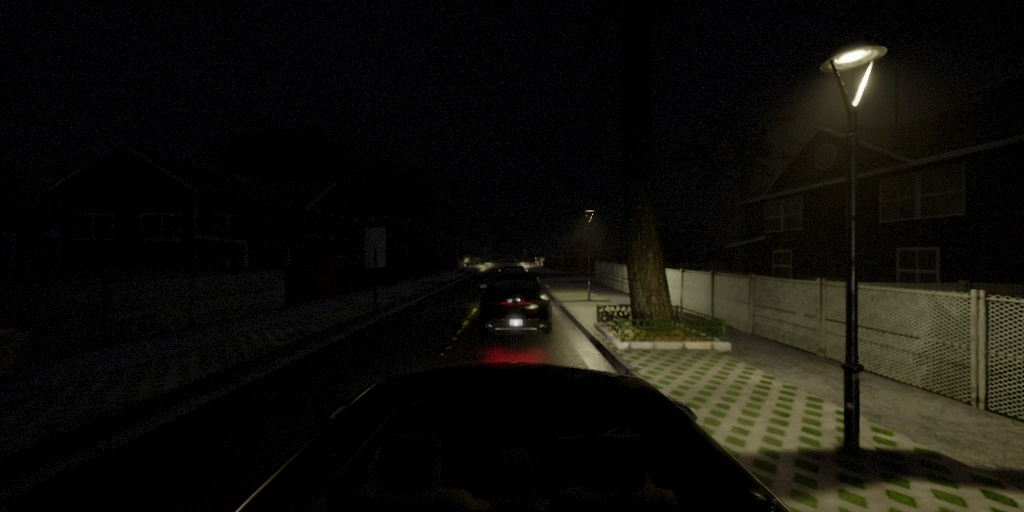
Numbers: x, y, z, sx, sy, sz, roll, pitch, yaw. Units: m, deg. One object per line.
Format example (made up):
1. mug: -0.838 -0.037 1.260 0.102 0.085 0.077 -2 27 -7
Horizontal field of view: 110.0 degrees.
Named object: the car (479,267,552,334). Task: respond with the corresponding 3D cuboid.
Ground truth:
1. car: 0.094 1.255 10.606 1.837 1.490 4.892 0 0 0
